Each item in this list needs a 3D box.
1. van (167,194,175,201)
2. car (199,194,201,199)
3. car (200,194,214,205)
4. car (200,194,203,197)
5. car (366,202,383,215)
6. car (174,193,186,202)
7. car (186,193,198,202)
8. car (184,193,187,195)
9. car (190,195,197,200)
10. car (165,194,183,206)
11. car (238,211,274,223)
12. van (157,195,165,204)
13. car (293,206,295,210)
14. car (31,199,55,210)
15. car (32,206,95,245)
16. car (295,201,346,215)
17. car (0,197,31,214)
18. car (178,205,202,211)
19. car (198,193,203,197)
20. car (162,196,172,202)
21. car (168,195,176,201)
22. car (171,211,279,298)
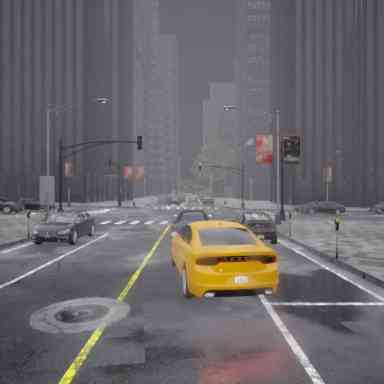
[{"bbox_3d":[-5.406,1.377,85.257,1.690,1.788,3.998,0,0,0],"label":"van"},{"bbox_3d":[2.985,1.576,68.653,2.008,1.369,4.403,0,0,0],"label":"car"},{"bbox_3d":[2.896,1.570,57.628,2.008,1.369,4.403,0,0,0],"label":"car"},{"bbox_3d":[2.942,1.548,63.310,1.752,1.417,4.829,0,0,0],"label":"car"},{"bbox_3d":[24.078,1.983,40.804,4.902,1.511,2.128,1,0,0],"label":"car"},{"bbox_3d":[-2.852,1.515,64.859,2.128,1.511,4.902,0,0,1],"label":"car"},{"bbox_3d":[0.285,1.507,74.660,1.882,1.535,5.008,0,0,0],"label":"car"},{"bbox_3d":[-2.724,1.255,75.456,2.150,2.045,5.566,0,0,0],"label":"car"},{"bbox_3d":[0.439,1.583,95.568,2.033,1.411,5.357,0,0,0],"label":"car"},{"bbox_3d":[-2.955,1.496,55.284,1.882,1.535,5.008,0,0,1],"label":"car"},{"bbox_3d":[2.749,1.553,15.445,2.008,1.369,4.403,0,0,0],"label":"car"},{"bbox_3d":[-5.584,1.364,63.207,1.690,1.788,3.998,0,0,0],"label":"van"},{"bbox_3d":[14.868,1.844,40.836,4.674,1.442,1.812,1,0,2],"label":"car"},{"bbox_3d":[-16.575,1.338,34.209,4.718,1.301,1.895,1,0,0],"label":"car"},{"bbox_3d":[-5.776,1.553,15.439,2.008,1.369,4.403,0,0,0],"label":"car"},{"bbox_3d":[14.720,1.814,37.575,4.892,1.490,1.837,1,0,1],"label":"car"},{"bbox_3d":[-18.139,1.208,30.953,4.892,1.490,1.837,1,0,0],"label":"car"},{"bbox_3d":[0.036,1.566,16.133,1.994,1.385,4.181,0,0,0],"label":"car"},{"bbox_3d":[3.030,1.344,74.166,2.192,1.841,5.009,0,0,0],"label":"car"},{"bbox_3d":[-5.495,1.595,74.232,1.947,1.339,4.313,0,0,0],"label":"car"},{"bbox_3d":[-5.362,1.584,90.769,1.887,1.381,4.507,0,0,0],"label":"car"},{"bbox_3d":[0.543,1.479,8.638,1.882,1.535,5.008,0,0,-9],"label":"car"}]
